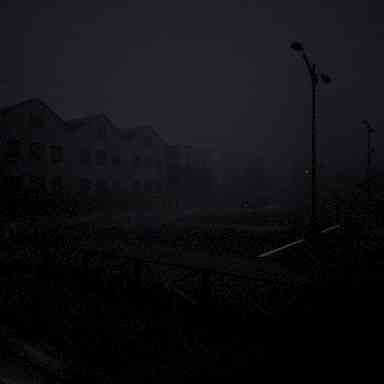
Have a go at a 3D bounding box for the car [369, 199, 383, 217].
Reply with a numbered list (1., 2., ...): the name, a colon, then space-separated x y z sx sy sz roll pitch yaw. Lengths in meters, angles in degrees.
1. car: 15.518 1.298 26.752 2.007 1.523 4.514 0 0 35

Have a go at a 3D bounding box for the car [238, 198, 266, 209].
1. car: 7.760 1.409 42.231 1.895 1.301 4.718 0 0 36
